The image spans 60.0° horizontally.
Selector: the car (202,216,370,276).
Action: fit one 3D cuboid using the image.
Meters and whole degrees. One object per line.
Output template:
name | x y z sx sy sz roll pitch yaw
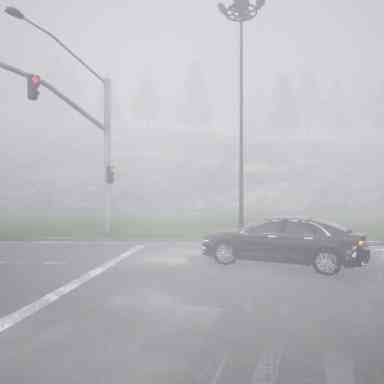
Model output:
car | 2.705 1.500 10.229 4.892 1.490 1.837 0 -1 26
